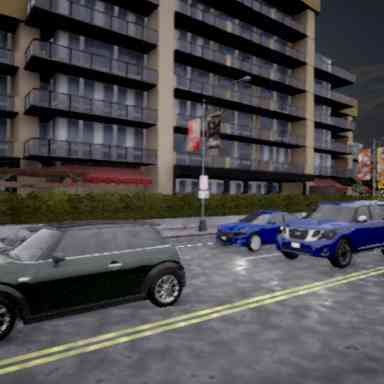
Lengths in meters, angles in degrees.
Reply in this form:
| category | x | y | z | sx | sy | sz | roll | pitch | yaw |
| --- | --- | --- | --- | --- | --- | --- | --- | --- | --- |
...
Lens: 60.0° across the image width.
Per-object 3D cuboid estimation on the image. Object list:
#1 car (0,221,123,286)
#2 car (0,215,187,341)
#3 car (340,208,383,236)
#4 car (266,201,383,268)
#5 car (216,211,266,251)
| category | x | y | z | sx | sy | sz | roll | pitch | yaw |
| --- | --- | --- | --- | --- | --- | --- | --- | --- | --- |
| car | -4.521 | 1.619 | 9.247 | 4.718 | 1.301 | 1.895 | 1 | 0 | -35 |
| car | -2.391 | 1.370 | 6.467 | 4.553 | 1.767 | 2.097 | 1 | 0 | -35 |
| car | 11.696 | 1.787 | 20.804 | 5.357 | 1.411 | 2.033 | 1 | 0 | -35 |
| car | 5.519 | 1.349 | 12.100 | 5.566 | 2.045 | 2.150 | 1 | 0 | -35 |
| car | 3.313 | 1.603 | 14.826 | 5.008 | 1.535 | 1.882 | 1 | 0 | -35 |
